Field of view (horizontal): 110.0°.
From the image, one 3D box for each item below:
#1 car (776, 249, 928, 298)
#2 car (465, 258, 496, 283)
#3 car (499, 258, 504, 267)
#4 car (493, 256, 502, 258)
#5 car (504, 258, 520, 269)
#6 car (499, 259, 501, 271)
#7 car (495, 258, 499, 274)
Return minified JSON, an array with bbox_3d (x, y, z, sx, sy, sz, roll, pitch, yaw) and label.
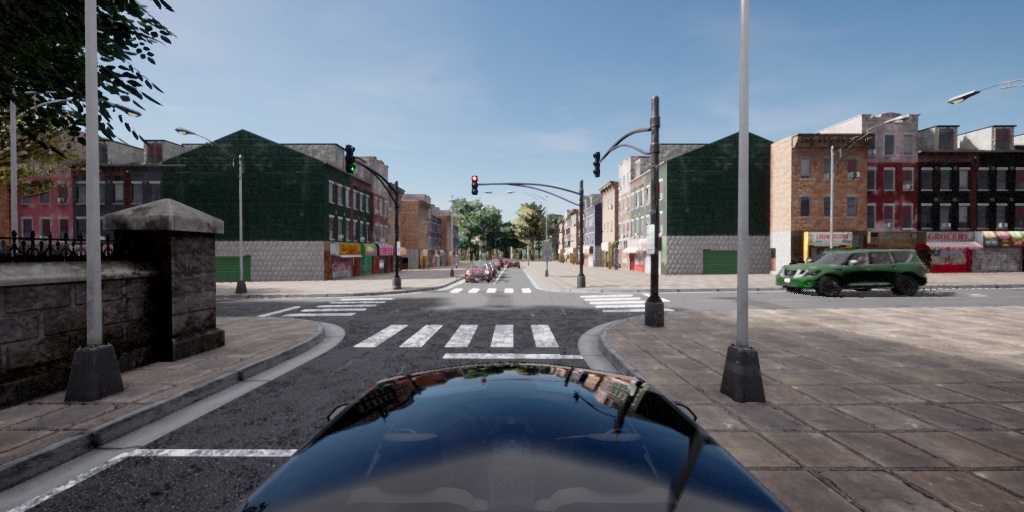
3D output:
[{"bbox_3d":[15.303,0.722,16.314,5.566,2.045,2.150,-1,1,0],"label":"car"},{"bbox_3d":[-2.541,1.199,28.117,1.967,1.591,4.097,0,0,0],"label":"car"},{"bbox_3d":[-2.458,1.329,49.855,1.888,1.381,4.507,0,0,0],"label":"car"},{"bbox_3d":[-2.802,1.259,60.927,1.801,1.575,5.366,0,0,0],"label":"car"},{"bbox_3d":[0.273,1.152,59.349,2.097,1.767,4.553,0,0,1],"label":"car"},{"bbox_3d":[-2.500,1.335,38.986,1.948,1.339,4.313,0,0,0],"label":"car"},{"bbox_3d":[-2.520,1.204,33.551,1.967,1.591,4.097,0,0,0],"label":"car"}]
